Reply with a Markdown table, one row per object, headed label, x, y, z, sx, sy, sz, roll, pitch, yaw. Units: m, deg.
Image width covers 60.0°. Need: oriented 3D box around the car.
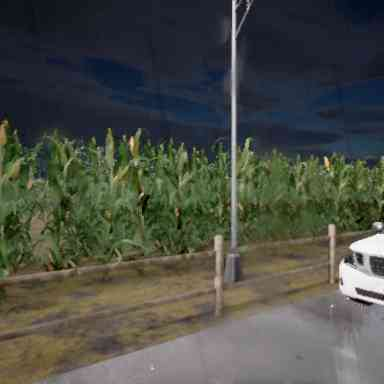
| label | x | y | z | sx | sy | sz | roll | pitch | yaw |
| --- | --- | --- | --- | --- | --- | --- | --- | --- | --- |
| car | 5.415 | 1.229 | 6.941 | 5.566 | 2.045 | 2.150 | 0 | 0 | -36 |
